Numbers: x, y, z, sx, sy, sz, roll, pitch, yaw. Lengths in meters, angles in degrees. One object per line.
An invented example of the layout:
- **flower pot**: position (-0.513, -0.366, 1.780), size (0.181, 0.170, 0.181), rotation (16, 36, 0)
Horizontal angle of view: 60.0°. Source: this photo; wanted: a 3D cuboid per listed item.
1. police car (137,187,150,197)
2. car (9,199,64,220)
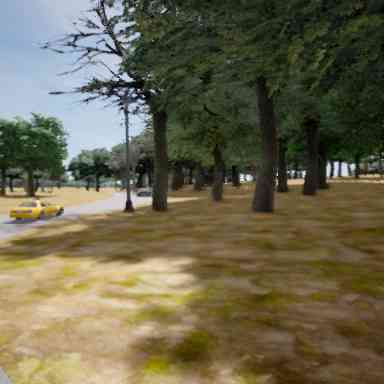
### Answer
- **police car**: position (-8.229, 0.008, 56.376), size (2.038, 1.542, 4.974), rotation (0, 3, -6)
- **car**: position (-11.689, 1.275, 25.521), size (1.801, 1.575, 5.366), rotation (0, 2, 5)
